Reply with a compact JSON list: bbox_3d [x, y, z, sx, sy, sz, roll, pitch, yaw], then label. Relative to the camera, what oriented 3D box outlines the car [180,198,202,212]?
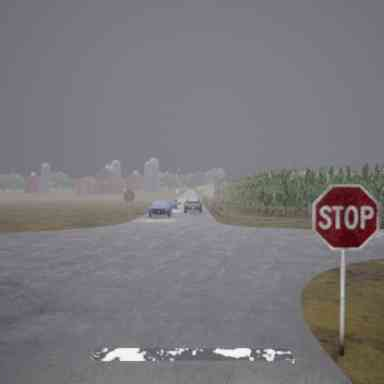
[{"bbox_3d":[0.116,1.433,37.083,2.128,1.511,4.902,0,0,0],"label":"car"}]

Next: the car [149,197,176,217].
[{"bbox_3d":[-2.839,1.432,30.876,1.882,1.535,5.008,0,0,0],"label":"car"}]

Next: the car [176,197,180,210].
[{"bbox_3d":[-2.829,1.494,41.678,1.994,1.385,4.181,0,0,0],"label":"car"}]

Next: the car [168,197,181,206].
[{"bbox_3d":[-2.805,1.494,55.233,1.895,1.301,4.718,0,0,0],"label":"car"}]
